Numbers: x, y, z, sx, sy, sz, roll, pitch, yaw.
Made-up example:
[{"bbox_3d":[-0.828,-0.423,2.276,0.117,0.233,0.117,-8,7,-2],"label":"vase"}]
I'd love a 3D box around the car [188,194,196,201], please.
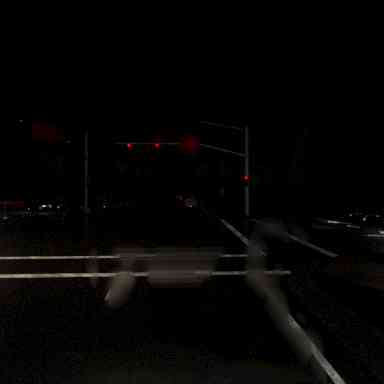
[{"bbox_3d":[0.014,1.419,84.372,1.882,1.535,5.008,0,0,1],"label":"car"}]

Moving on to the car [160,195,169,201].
[{"bbox_3d":[-6.984,1.465,84.536,1.812,1.442,4.674,0,0,1],"label":"car"}]

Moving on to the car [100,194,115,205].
[{"bbox_3d":[-15.242,1.564,57.620,1.994,1.385,4.181,0,0,0],"label":"car"}]

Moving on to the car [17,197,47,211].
[{"bbox_3d":[-18.753,1.547,40.857,2.033,1.411,5.357,0,0,0],"label":"car"}]

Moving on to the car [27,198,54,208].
[{"bbox_3d":[-22.237,1.564,48.994,1.994,1.385,4.181,0,0,0],"label":"car"}]

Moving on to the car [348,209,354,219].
[{"bbox_3d":[14.313,1.505,24.890,4.892,1.490,1.837,0,0,1],"label":"car"}]

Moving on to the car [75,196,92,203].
[{"bbox_3d":[-22.193,1.594,68.019,1.895,1.301,4.718,0,0,0],"label":"car"}]

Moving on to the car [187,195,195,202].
[{"bbox_3d":[-0.174,1.521,74.192,1.812,1.442,4.674,0,0,1],"label":"car"}]

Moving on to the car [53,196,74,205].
[{"bbox_3d":[-22.231,1.525,57.735,1.812,1.442,4.674,0,0,0],"label":"car"}]

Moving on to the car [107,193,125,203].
[{"bbox_3d":[-15.195,1.225,68.101,2.150,2.045,5.566,0,0,0],"label":"car"}]

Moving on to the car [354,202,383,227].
[{"bbox_3d":[13.562,1.491,21.398,4.902,1.511,2.128,0,0,0],"label":"car"}]

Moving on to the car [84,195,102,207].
[{"bbox_3d":[-15.236,1.564,49.210,1.994,1.385,4.181,0,0,0],"label":"car"}]

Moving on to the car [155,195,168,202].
[{"bbox_3d":[-7.174,1.536,74.175,2.033,1.411,5.357,0,0,1],"label":"car"}]

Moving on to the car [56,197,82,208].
[{"bbox_3d":[-18.742,1.547,50.928,2.033,1.411,5.357,0,0,0],"label":"car"}]

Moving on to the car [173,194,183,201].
[{"bbox_3d":[-3.486,1.296,84.424,2.097,1.767,4.553,0,0,1],"label":"car"}]

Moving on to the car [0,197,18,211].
[{"bbox_3d":[-22.215,1.352,40.363,2.097,1.767,4.553,0,0,0],"label":"car"}]

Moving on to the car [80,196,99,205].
[{"bbox_3d":[-18.729,1.505,61.043,1.837,1.490,4.892,0,0,0],"label":"car"}]

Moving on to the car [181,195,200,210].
[{"bbox_3d":[-0.125,1.525,43.174,1.812,1.442,4.674,0,0,0],"label":"car"}]

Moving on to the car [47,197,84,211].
[{"bbox_3d":[-15.215,1.491,40.307,2.128,1.511,4.902,0,0,0],"label":"car"}]

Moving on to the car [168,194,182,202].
[{"bbox_3d":[-3.671,1.551,74.595,1.994,1.385,4.181,0,0,1],"label":"car"}]
